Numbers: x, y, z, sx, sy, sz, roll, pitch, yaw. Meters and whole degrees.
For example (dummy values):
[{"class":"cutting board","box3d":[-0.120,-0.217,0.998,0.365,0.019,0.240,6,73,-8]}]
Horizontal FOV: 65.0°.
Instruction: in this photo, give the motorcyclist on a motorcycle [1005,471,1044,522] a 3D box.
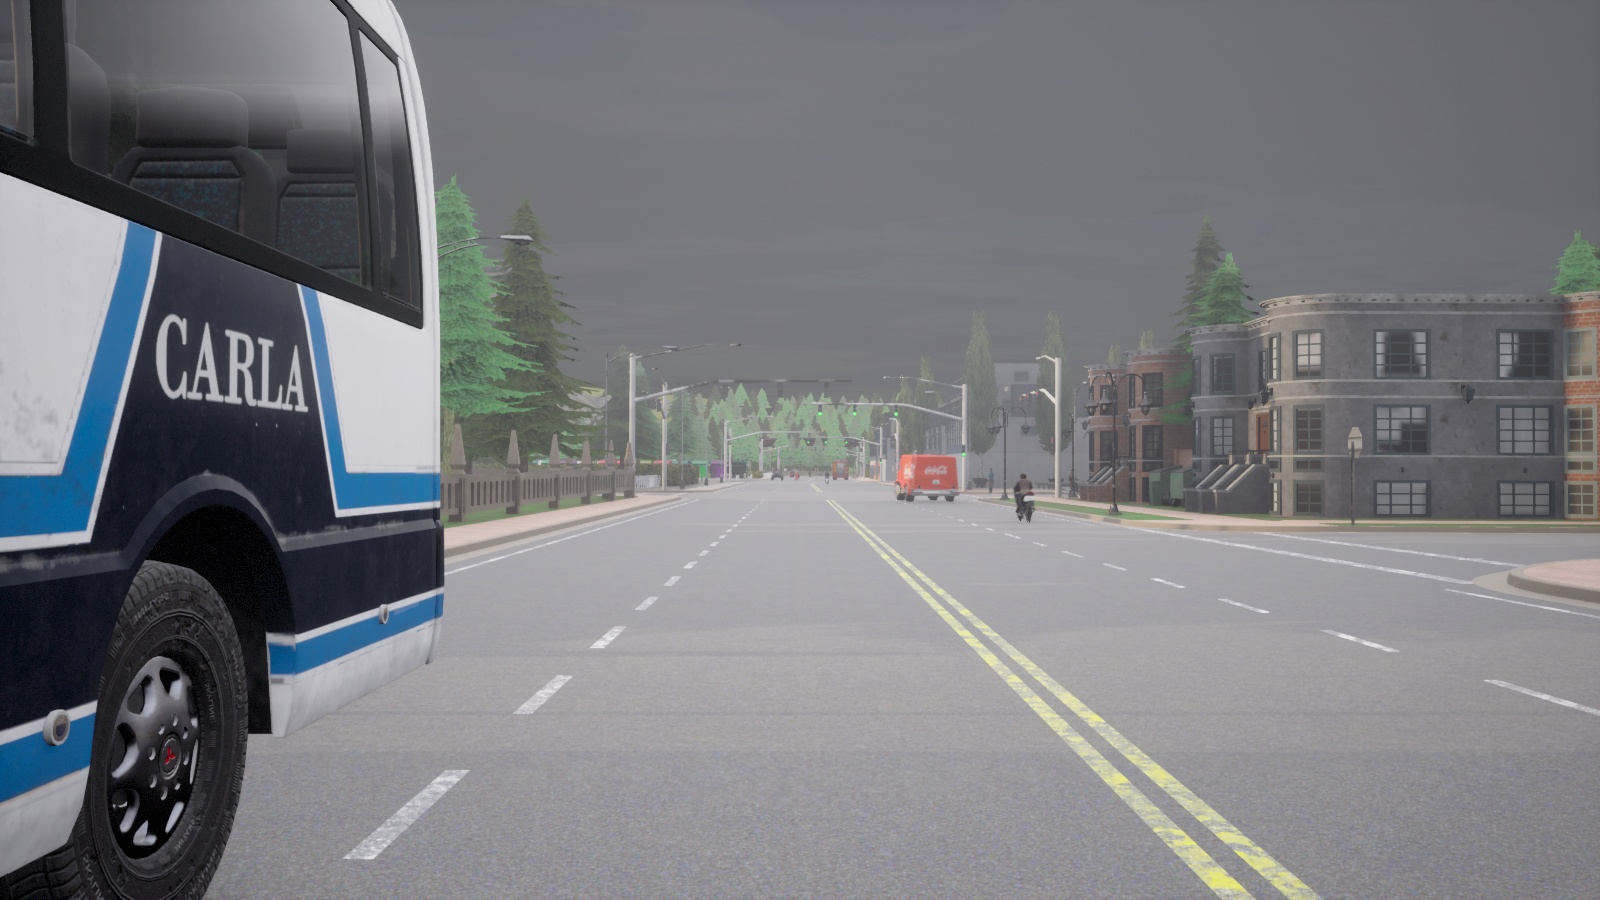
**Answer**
[{"class":"motorcyclist on a motorcycle","box3d":[6.912,1.418,38.758,0.797,1.523,2.044,0,-1,0]}]

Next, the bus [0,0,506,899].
[{"class":"bus","box3d":[-3.508,-0.523,1.472,3.944,4.253,10.273,0,-1,0]}]

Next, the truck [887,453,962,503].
[{"class":"truck","box3d":[6.498,1.434,66.262,2.627,2.467,5.204,0,1,-9]}]
